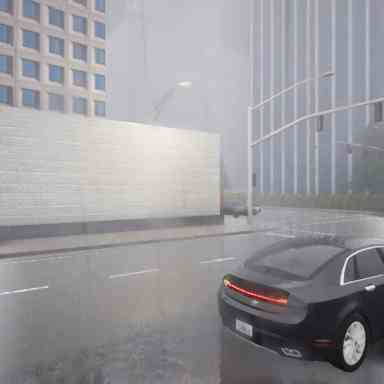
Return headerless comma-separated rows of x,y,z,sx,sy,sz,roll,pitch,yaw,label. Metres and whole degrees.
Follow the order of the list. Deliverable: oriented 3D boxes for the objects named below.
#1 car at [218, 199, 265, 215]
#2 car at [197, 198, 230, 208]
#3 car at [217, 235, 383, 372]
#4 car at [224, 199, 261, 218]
5.163,1.547,35.403,2.128,1.511,4.902,0,0,-36,car
3.223,1.603,50.465,2.033,1.411,5.357,0,0,-36,car
2.655,1.505,5.692,4.892,1.490,1.837,0,0,-35,car
3.600,1.603,31.571,2.033,1.411,5.357,0,0,-36,car
